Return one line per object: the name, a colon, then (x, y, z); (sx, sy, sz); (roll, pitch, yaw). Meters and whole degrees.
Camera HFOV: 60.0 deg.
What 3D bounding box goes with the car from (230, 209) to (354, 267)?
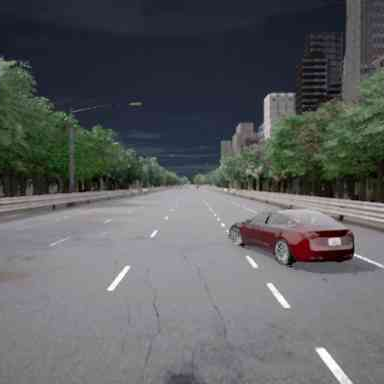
car: (2.966, 1.275, 10.814); (2.163, 1.488, 4.792); (0, 1, -18)
